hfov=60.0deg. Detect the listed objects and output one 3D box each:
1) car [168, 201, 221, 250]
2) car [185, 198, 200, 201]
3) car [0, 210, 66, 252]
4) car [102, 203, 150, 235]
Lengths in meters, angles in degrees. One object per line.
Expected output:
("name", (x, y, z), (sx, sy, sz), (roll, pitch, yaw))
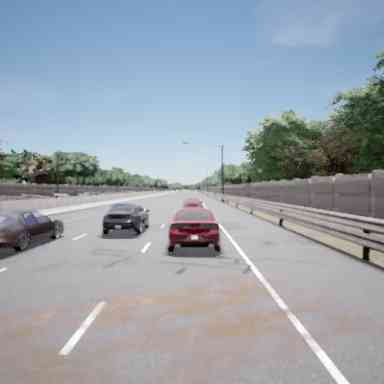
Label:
("car", (0.085, 1.347, 13.585), (1.882, 1.535, 5.008), (0, 1, 0))
("car", (0.071, 1.246, 30.503), (1.812, 1.442, 4.674), (0, 1, 0))
("car", (-6.906, 1.427, 13.264), (2.033, 1.411, 5.357), (0, 1, 0))
("car", (-3.416, 1.340, 17.761), (1.837, 1.490, 4.892), (0, 1, 0))
